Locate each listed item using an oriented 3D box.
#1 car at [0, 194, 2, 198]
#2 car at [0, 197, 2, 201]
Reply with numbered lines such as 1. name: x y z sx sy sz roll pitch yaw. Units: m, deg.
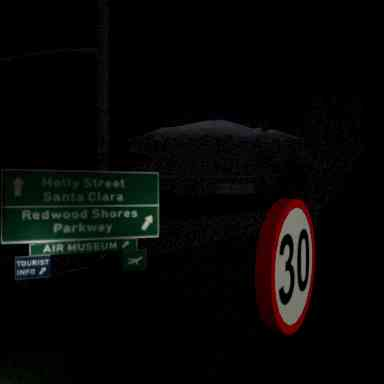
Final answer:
1. car: -38.761 1.489 69.909 4.514 1.523 2.007 0 0 35
2. car: -12.447 1.505 26.033 1.905 1.878 3.866 0 0 35
